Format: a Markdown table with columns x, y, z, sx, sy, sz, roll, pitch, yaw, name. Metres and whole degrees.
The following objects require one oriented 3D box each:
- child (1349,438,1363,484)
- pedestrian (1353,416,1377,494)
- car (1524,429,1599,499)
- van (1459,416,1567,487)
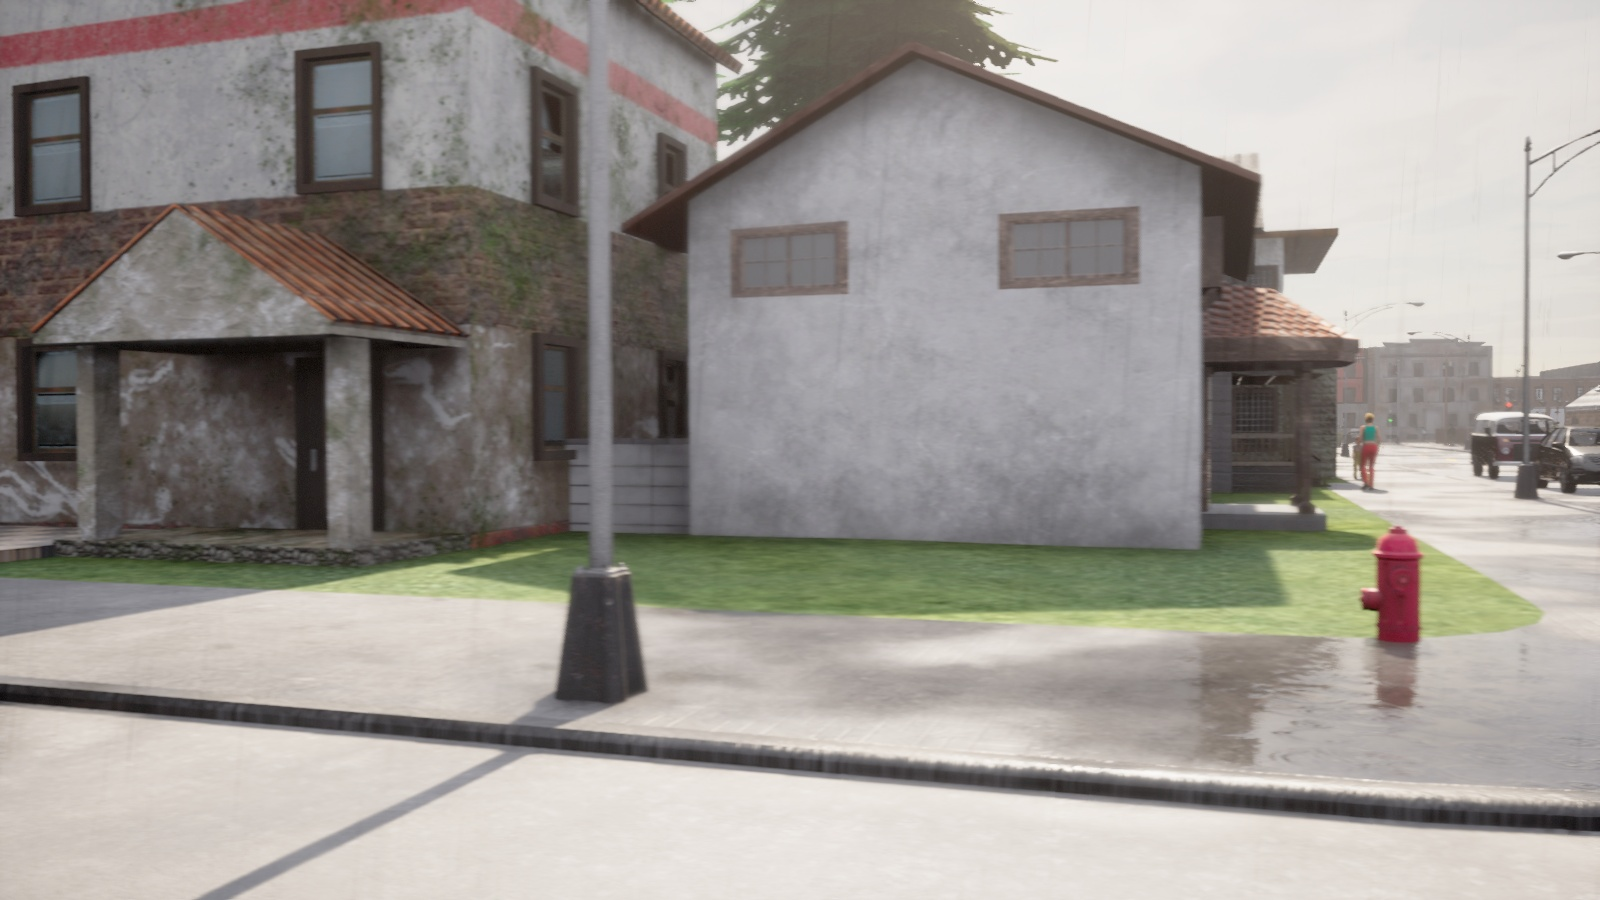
| x | y | z | sx | sy | sz | roll | pitch | yaw | name |
| --- | --- | --- | --- | --- | --- | --- | --- | --- | --- |
| 15.600 | 0.307 | 35.244 | 0.270 | 1.263 | 0.437 | 1 | 1 | 36 | child |
| 13.318 | 0.110 | 29.600 | 0.345 | 1.836 | 0.594 | 0 | 1 | 9 | pedestrian |
| 19.265 | 0.301 | 30.815 | 1.851 | 1.617 | 3.988 | 1 | 1 | 19 | car |
| 21.964 | 0.006 | 38.856 | 2.069 | 2.038 | 4.480 | 1 | 1 | 19 | van |
